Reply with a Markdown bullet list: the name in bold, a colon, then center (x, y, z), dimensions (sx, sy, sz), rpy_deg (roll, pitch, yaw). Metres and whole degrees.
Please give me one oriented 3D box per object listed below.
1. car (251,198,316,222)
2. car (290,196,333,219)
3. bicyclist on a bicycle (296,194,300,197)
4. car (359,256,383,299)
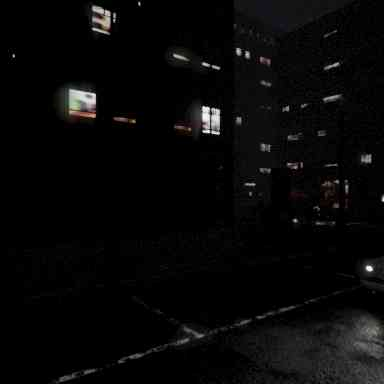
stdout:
- **car**: center (6.254, 1.341, 24.195), dimensions (2.008, 1.369, 4.403), rpy_deg (1, 0, -36)
- **car**: center (8.419, 1.148, 25.543), dimensions (2.097, 1.767, 4.553), rpy_deg (0, 1, -35)
- **bicyclist on a bicycle**: center (11.503, 1.010, 36.215), dimensions (1.656, 1.620, 0.582), rpy_deg (0, 1, -36)
- **car**: center (5.700, 1.601, 7.199), dimensions (4.718, 1.301, 1.895), rpy_deg (0, 0, -34)
